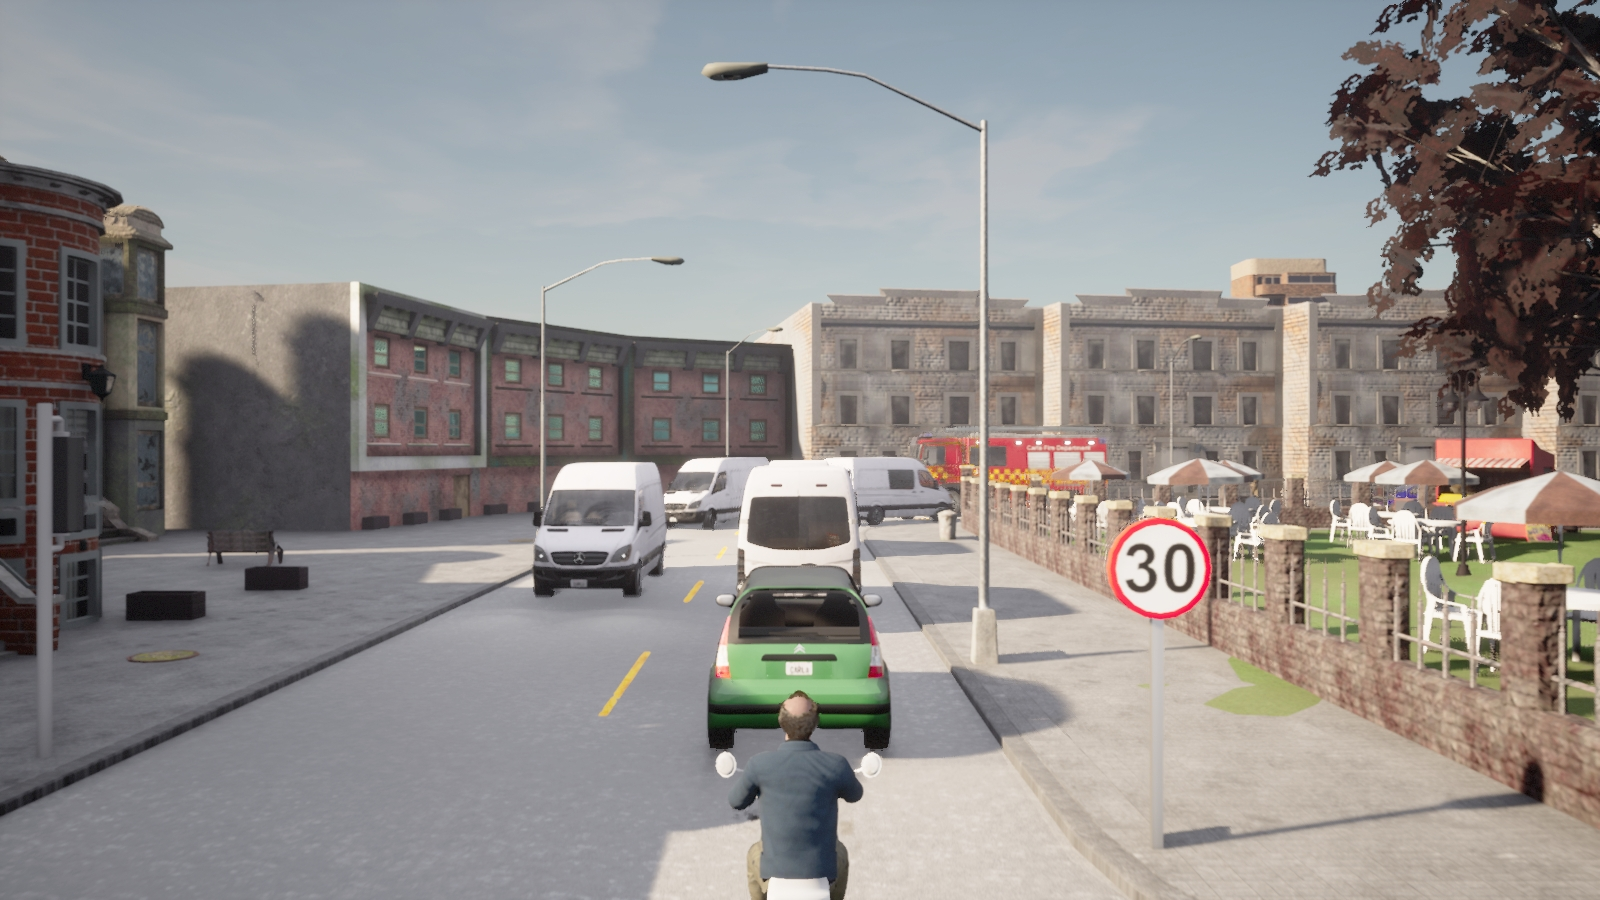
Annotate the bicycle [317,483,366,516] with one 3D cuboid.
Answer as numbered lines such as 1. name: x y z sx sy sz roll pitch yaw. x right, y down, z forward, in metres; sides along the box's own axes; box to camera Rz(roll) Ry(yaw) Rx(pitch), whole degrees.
1. bicycle: -18.271 1.974 45.555 1.835 1.271 0.329 0 0 0

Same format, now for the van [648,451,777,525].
1. van: -3.137 1.348 42.675 1.988 2.561 5.915 -1 0 27

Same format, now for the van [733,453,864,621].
1. van: -0.022 1.330 20.342 1.988 2.561 5.915 0 0 0

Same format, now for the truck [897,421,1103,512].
1. truck: 8.582 0.708 49.771 8.468 3.827 2.891 0 0 0

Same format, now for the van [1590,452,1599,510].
1. van: 37.926 1.351 49.596 5.915 2.561 1.988 0 0 0

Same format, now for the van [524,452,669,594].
1. van: -4.048 1.333 23.750 1.988 2.561 5.915 0 0 0

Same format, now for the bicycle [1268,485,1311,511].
1. bicycle: 21.240 2.073 49.563 1.487 1.080 0.859 0 0 0

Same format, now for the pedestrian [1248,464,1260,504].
1. pedestrian: 20.888 1.562 52.585 0.375 1.860 0.375 0 0 -4

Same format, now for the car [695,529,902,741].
1. car: -0.013 1.790 12.189 1.851 1.617 3.988 0 0 0

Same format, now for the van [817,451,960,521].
1. van: 3.536 1.350 44.641 5.915 2.561 1.988 0 -1 -41
